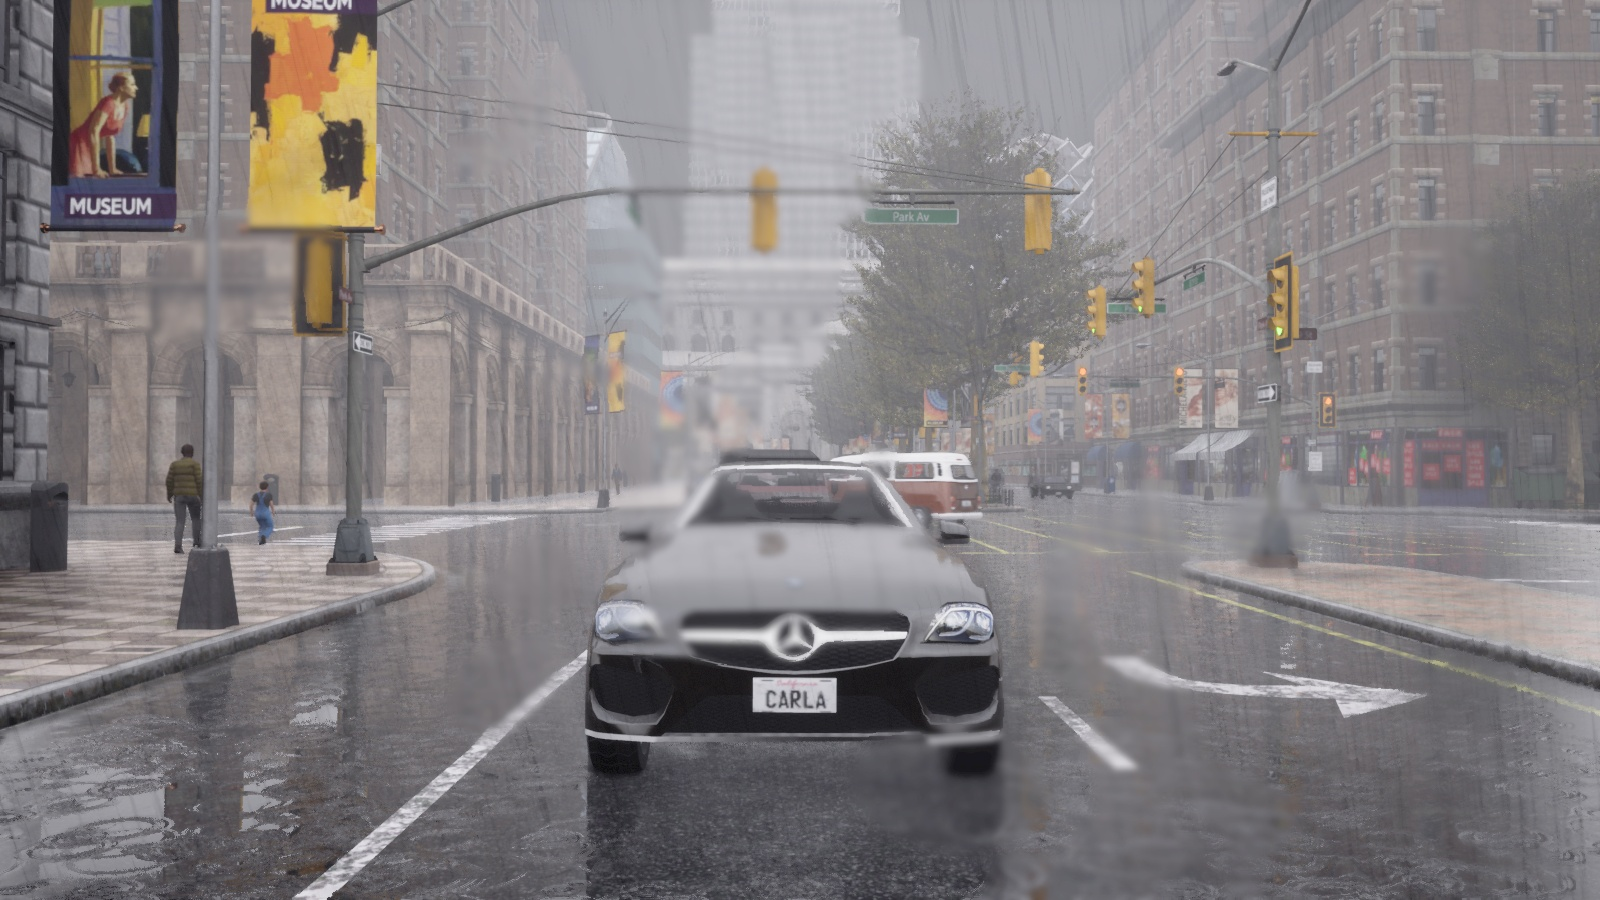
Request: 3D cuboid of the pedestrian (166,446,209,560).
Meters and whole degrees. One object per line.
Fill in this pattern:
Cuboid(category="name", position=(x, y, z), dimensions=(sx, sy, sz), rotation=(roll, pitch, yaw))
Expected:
Cuboid(category="pedestrian", position=(-10.059, 0.857, 20.651), dimensions=(0.370, 1.835, 0.726), rotation=(0, -1, -2))

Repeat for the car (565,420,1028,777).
Cuboid(category="car", position=(-0.025, 0.733, 8.363), dimensions=(2.152, 1.651, 5.027), rotation=(0, -1, 0))

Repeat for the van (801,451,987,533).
Cuboid(category="van", position=(2.429, 1.082, 33.040), dimensions=(4.480, 2.038, 2.069), rotation=(-1, -2, 37))

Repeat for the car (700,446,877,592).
Cuboid(category="car", position=(-0.294, 0.916, 18.275), dimensions=(1.905, 1.878, 3.866), rotation=(0, -1, -11))

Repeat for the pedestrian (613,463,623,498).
Cuboid(category="pedestrian", position=(-10.240, 1.695, 70.618), dimensions=(0.423, 1.949, 0.788), rotation=(0, -1, 0))

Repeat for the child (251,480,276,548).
Cuboid(category="child", position=(-9.977, 1.183, 23.362), dimensions=(0.270, 1.263, 0.437), rotation=(0, -1, 0))

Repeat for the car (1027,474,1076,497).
Cuboid(category="car", position=(14.793, 2.097, 74.098), dimensions=(1.895, 1.301, 4.718), rotation=(0, -1, 0))
